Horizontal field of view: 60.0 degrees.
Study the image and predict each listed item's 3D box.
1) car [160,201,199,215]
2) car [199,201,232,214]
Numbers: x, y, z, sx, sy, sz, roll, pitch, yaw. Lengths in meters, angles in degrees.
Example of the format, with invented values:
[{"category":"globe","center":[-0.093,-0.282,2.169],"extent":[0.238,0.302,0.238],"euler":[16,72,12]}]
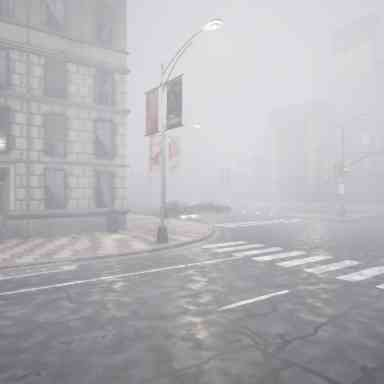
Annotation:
[{"category":"car","center":[-1.587,1.569,34.064],"extent":[1.994,1.385,4.181],"euler":[0,0,-36]},{"category":"car","center":[2.074,1.607,34.963],"extent":[1.895,1.301,4.718],"euler":[0,0,-36]}]
